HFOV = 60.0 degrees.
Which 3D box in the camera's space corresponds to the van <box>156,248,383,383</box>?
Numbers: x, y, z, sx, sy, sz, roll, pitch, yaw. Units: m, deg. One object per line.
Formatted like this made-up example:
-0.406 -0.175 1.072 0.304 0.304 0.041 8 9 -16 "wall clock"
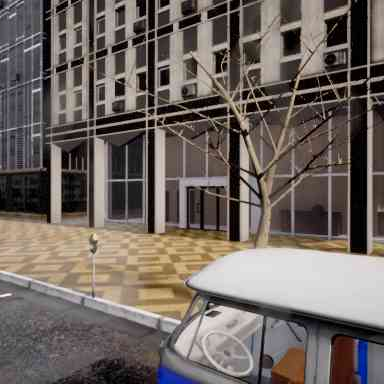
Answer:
1.574 1.341 1.747 3.998 1.788 1.690 0 0 36 "van"
